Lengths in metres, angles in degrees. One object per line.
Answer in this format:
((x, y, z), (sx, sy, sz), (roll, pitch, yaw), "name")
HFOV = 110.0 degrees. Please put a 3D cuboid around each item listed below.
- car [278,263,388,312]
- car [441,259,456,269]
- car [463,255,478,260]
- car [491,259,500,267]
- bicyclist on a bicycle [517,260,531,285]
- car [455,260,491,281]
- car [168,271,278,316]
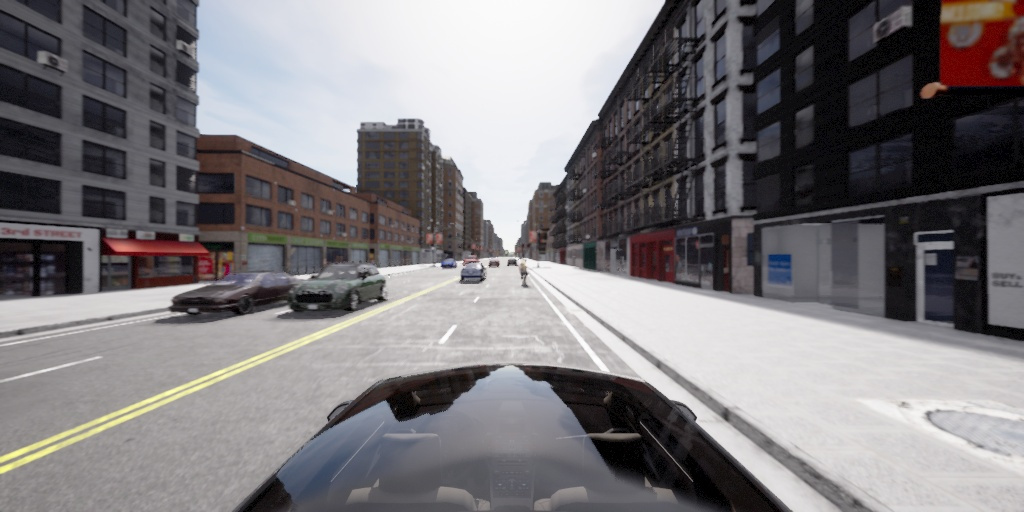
((-6.596, 1.096, 14.122), (2.097, 1.767, 4.553), (0, 0, 0), "car")
((-9.791, 1.185, 55.803), (1.882, 1.535, 5.008), (0, 0, 1), "car")
((-6.536, 0.922, 57.209), (2.150, 2.045, 5.566), (0, 0, 1), "car")
((-3.138, 1.220, 64.493), (1.812, 1.442, 4.674), (0, 0, 0), "car")
((0.870, 1.176, 24.411), (0.866, 1.612, 1.509), (0, 0, 0), "bicyclist on a bicycle")
((-3.144, 1.283, 29.958), (2.033, 1.411, 5.357), (0, 0, 0), "car")
((-9.847, 1.292, 13.731), (2.033, 1.411, 5.357), (0, 0, 0), "car")
